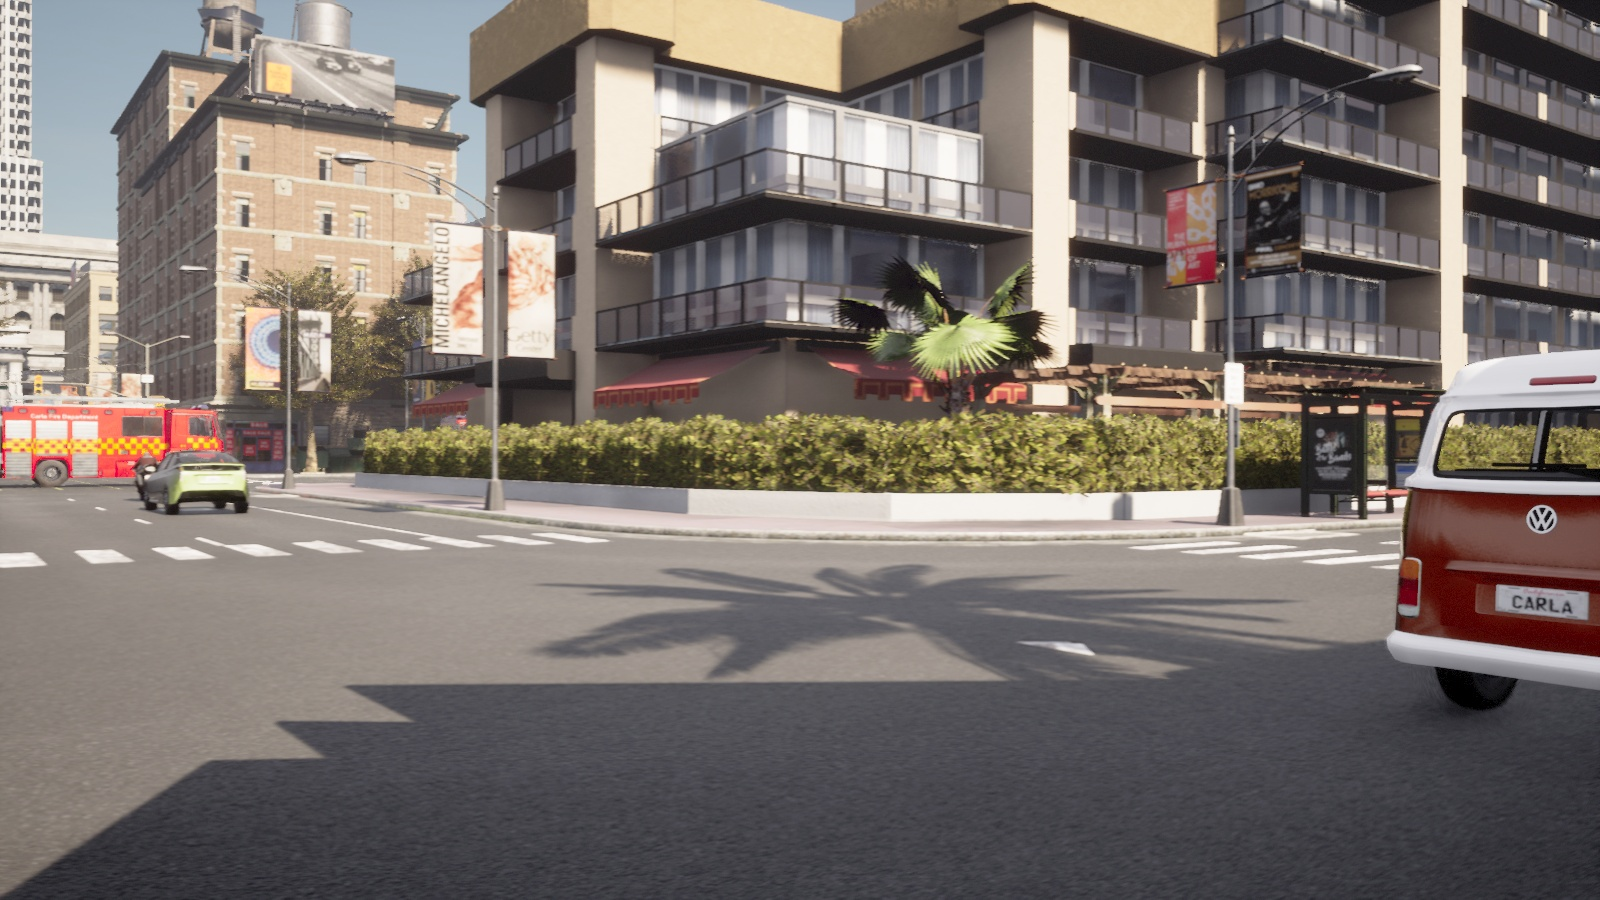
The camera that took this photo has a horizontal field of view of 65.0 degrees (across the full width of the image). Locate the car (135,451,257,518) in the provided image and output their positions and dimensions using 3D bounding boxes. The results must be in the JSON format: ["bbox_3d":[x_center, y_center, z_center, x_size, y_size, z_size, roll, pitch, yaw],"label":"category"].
[{"bbox_3d":[-15.047,0.800,31.147,2.007,1.525,4.514,0,0,-35],"label":"car"}]

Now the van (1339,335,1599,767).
[{"bbox_3d":[5.443,0.475,7.449,4.480,2.038,2.069,0,0,-35],"label":"van"}]

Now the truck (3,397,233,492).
[{"bbox_3d":[-29.379,-0.225,54.305,8.468,3.827,2.891,0,0,-36],"label":"truck"}]

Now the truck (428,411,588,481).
[{"bbox_3d":[-16.682,-0.208,72.022,8.468,3.827,2.891,0,0,-36],"label":"truck"}]

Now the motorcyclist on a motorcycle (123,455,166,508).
[{"bbox_3d":[-19.664,0.914,37.664,0.866,1.530,2.191,0,0,-35],"label":"motorcyclist on a motorcycle"}]
